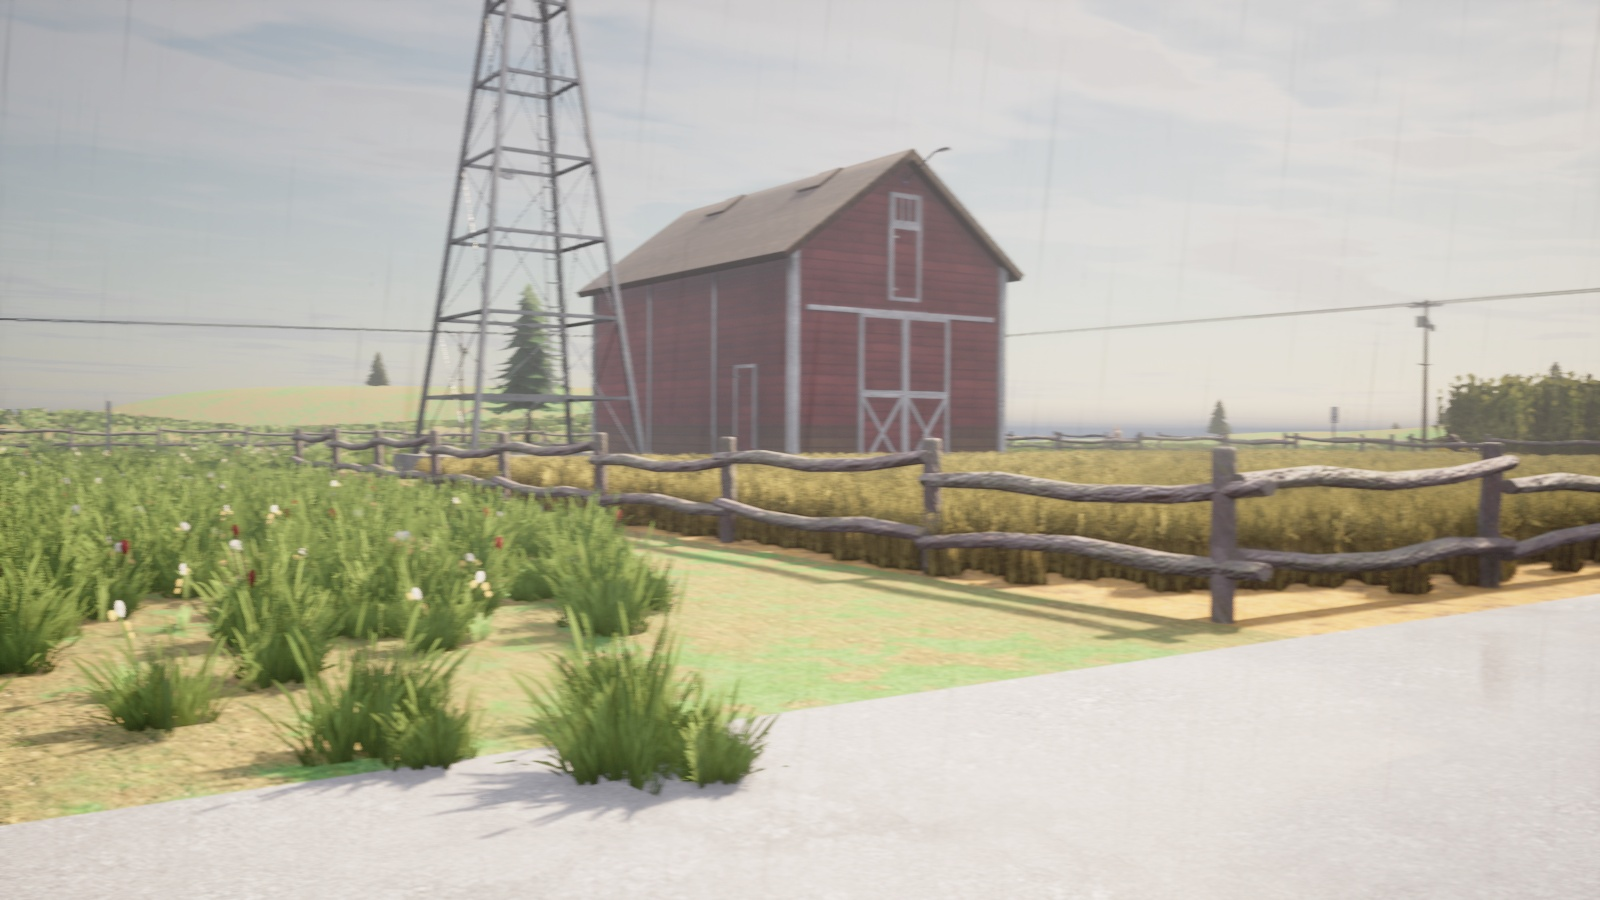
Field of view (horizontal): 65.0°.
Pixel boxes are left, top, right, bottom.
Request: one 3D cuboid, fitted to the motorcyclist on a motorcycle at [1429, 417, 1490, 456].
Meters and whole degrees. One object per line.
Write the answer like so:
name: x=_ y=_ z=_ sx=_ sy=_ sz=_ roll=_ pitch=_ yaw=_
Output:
motorcyclist on a motorcycle: x=26.777 y=-0.552 z=51.008 sx=0.797 sy=1.523 sz=2.044 roll=-1 pitch=1 yaw=-33
